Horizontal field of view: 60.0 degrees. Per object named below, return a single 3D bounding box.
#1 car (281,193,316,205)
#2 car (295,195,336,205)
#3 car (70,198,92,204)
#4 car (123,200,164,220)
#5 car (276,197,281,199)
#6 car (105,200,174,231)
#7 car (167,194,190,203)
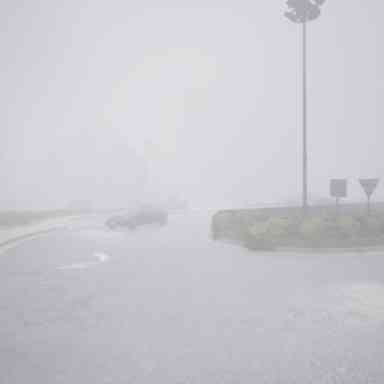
[{"bbox_3d":[13.937,1.090,41.481,1.932,1.855,4.605,0,0,-36],"label":"car"},{"bbox_3d":[13.342,1.312,34.823,4.892,1.490,1.837,0,0,-35],"label":"car"},{"bbox_3d":[-12.670,1.443,37.839,1.816,1.474,4.193,0,0,-36],"label":"car"},{"bbox_3d":[-4.146,1.446,28.129,1.784,1.438,3.905,0,0,-36],"label":"car"},{"bbox_3d":[17.493,1.174,60.441,2.242,1.667,4.611,0,0,-36],"label":"car"},{"bbox_3d":[-3.277,1.472,20.593,1.812,1.442,4.674,-1,0,30],"label":"car"},{"bbox_3d":[-2.095,1.163,46.219,1.905,1.878,3.866,0,0,-36],"label":"car"}]
